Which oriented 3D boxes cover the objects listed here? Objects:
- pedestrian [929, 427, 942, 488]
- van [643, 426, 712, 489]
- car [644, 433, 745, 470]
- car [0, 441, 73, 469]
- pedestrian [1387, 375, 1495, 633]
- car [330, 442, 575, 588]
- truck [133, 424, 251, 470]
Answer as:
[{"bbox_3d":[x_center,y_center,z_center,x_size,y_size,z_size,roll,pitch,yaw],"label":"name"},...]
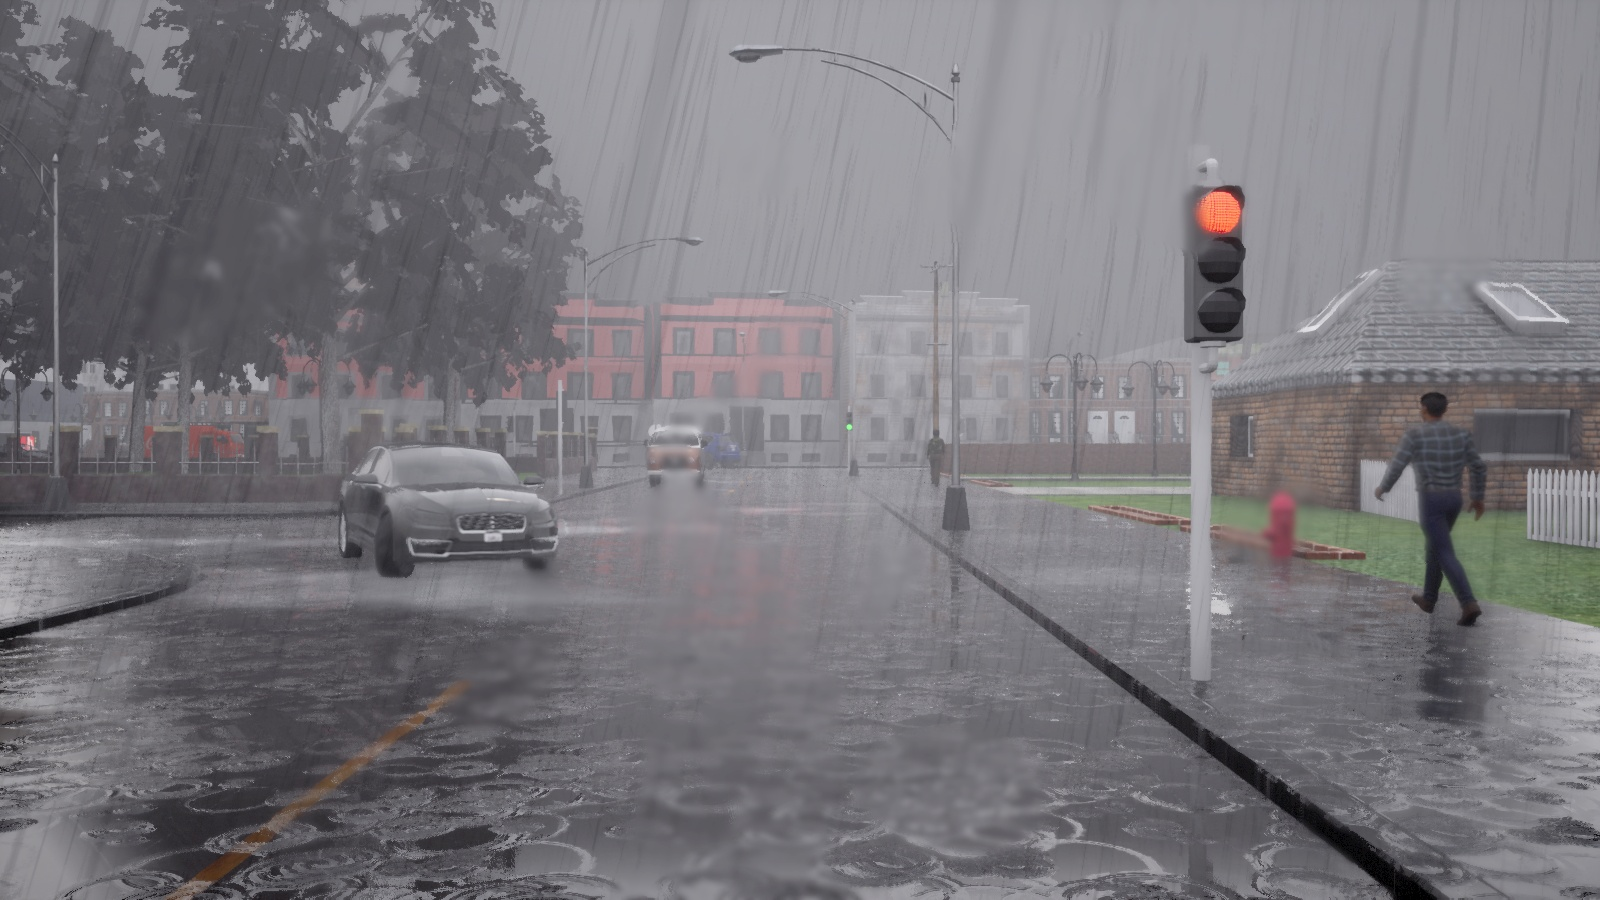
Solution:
[{"bbox_3d":[4.281,0.235,39.706,0.395,1.930,0.692,0,0,5],"label":"pedestrian"},{"bbox_3d":[-4.137,0.224,42.958,2.069,2.038,4.480,0,0,-2],"label":"van"},{"bbox_3d":[-6.067,0.054,72.025,5.566,2.045,2.150,0,0,30],"label":"car"},{"bbox_3d":[-42.887,0.280,68.747,4.902,1.511,2.128,0,0,0],"label":"car"},{"bbox_3d":[5.023,0.404,9.872,0.423,1.949,0.788,0,0,-2],"label":"pedestrian"},{"bbox_3d":[-4.433,0.660,15.420,1.837,1.490,4.892,1,0,-28],"label":"car"},{"bbox_3d":[-33.244,-0.155,68.773,5.204,2.467,2.627,0,0,0],"label":"truck"}]
